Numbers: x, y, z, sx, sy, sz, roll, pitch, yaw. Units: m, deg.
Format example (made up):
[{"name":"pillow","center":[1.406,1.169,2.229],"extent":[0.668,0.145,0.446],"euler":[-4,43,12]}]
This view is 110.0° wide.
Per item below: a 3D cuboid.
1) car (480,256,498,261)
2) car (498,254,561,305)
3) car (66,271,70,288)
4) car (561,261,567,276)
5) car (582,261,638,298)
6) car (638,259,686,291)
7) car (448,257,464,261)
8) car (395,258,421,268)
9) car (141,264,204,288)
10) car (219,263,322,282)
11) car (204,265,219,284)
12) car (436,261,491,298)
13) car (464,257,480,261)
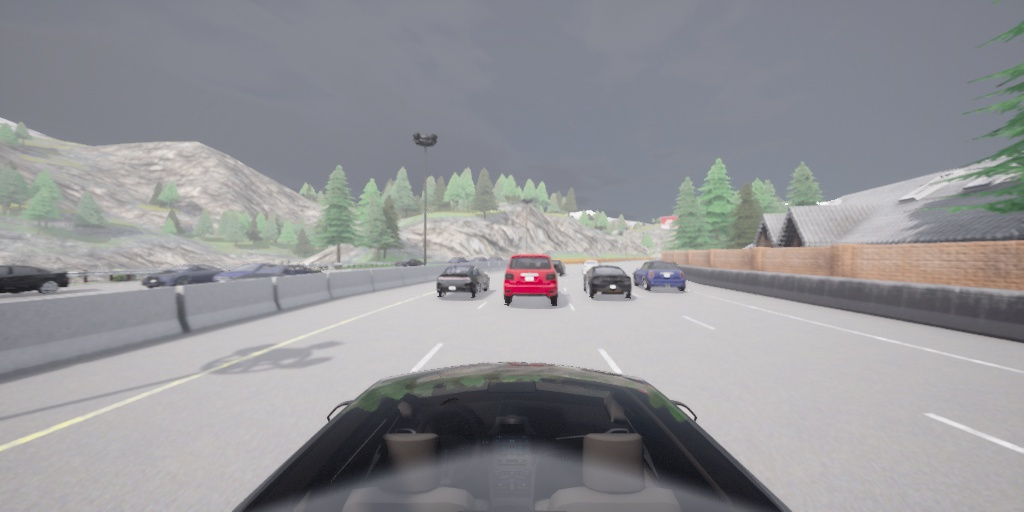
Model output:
[{"name":"car","center":[-3.008,0.920,60.151],"extent":[2.097,1.767,4.553],"euler":[0,0,22]},{"name":"car","center":[0.927,0.932,16.000],"extent":[2.150,2.045,5.566],"euler":[0,0,6]},{"name":"car","center":[-23.823,1.118,16.290],"extent":[1.882,1.535,5.008],"euler":[0,0,6]},{"name":"car","center":[4.337,1.165,36.038],"extent":[1.837,1.490,4.892],"euler":[0,0,13]},{"name":"car","center":[4.693,1.192,18.158],"extent":[1.882,1.535,5.008],"euler":[0,0,6]},{"name":"car","center":[8.676,1.067,21.497],"extent":[2.097,1.767,4.553],"euler":[0,0,8]},{"name":"car","center":[-9.599,0.895,62.451],"extent":[2.097,1.767,4.553],"euler":[0,0,21]},{"name":"car","center":[-15.935,1.025,55.017],"extent":[1.882,1.535,5.008],"euler":[0,0,18]},{"name":"car","center":[-19.704,1.199,21.905],"extent":[1.994,1.385,4.181],"euler":[0,0,7]},{"name":"car","center":[-12.920,1.207,20.111],"extent":[2.033,1.411,5.357],"euler":[0,0,7]},{"name":"car","center":[-16.088,1.169,22.501],"extent":[1.812,1.442,4.674],"euler":[0,0,7]},{"name":"car","center":[-2.348,1.187,18.092],"extent":[2.128,1.511,4.902],"euler":[0,0,6]},{"name":"car","center":[-5.892,0.906,62.335],"extent":[2.097,1.767,4.553],"euler":[0,0,22]}]
